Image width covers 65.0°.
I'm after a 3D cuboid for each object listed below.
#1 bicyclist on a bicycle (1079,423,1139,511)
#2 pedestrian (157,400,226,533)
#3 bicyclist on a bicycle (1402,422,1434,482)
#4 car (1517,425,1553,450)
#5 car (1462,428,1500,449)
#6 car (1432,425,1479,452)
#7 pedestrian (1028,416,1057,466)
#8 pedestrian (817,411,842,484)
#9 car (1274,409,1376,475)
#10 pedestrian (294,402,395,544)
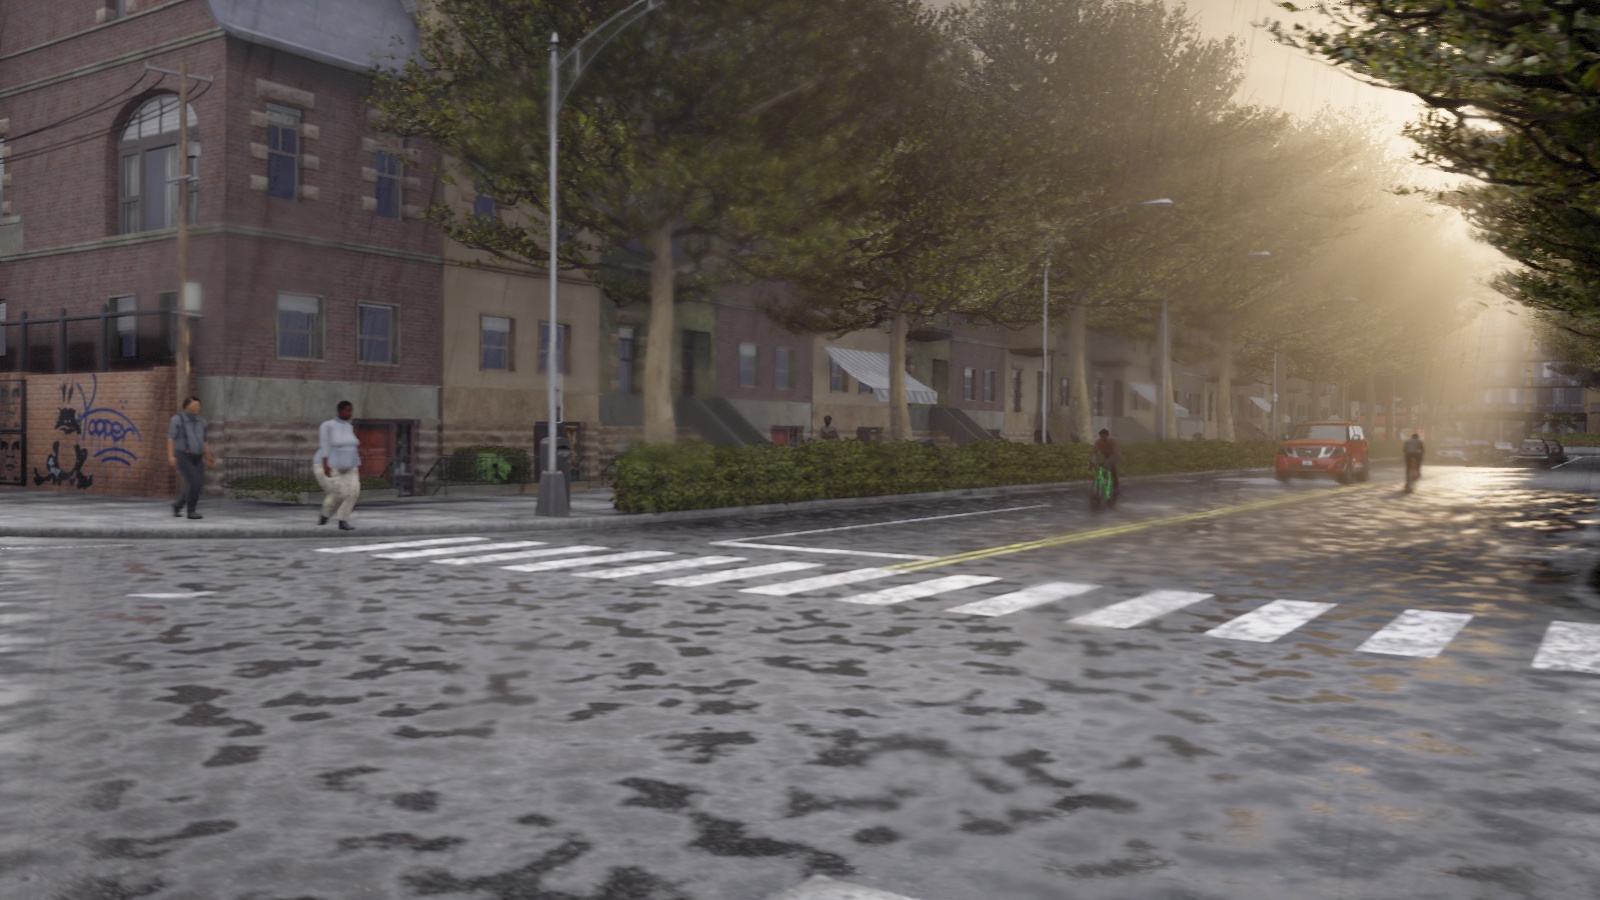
[{"bbox_3d":[5.964,0.300,24.194,0.582,1.620,1.656,0,1,33],"label":"bicyclist on a bicycle"},{"bbox_3d":[-8.624,0.223,17.797,0.694,1.848,0.540,0,1,25],"label":"pedestrian"},{"bbox_3d":[17.175,0.052,34.896,0.582,1.620,1.656,0,1,33],"label":"bicyclist on a bicycle"},{"bbox_3d":[47.418,-0.825,80.964,1.789,1.549,3.705,0,1,33],"label":"car"},{"bbox_3d":[47.180,-0.819,86.981,1.994,1.385,4.181,0,1,33],"label":"car"},{"bbox_3d":[38.701,-0.683,74.063,2.007,1.525,4.514,0,1,33],"label":"car"},{"bbox_3d":[9.006,-0.330,46.624,0.634,1.844,0.899,0,1,42],"label":"pedestrian"},{"bbox_3d":[0.788,-0.075,33.389,0.396,1.930,0.692,0,1,26],"label":"pedestrian"},{"bbox_3d":[17.590,-0.281,41.908,2.150,2.045,5.566,0,1,33],"label":"car"},{"bbox_3d":[-6.142,0.293,16.951,0.900,1.855,0.874,0,1,30],"label":"pedestrian"}]
